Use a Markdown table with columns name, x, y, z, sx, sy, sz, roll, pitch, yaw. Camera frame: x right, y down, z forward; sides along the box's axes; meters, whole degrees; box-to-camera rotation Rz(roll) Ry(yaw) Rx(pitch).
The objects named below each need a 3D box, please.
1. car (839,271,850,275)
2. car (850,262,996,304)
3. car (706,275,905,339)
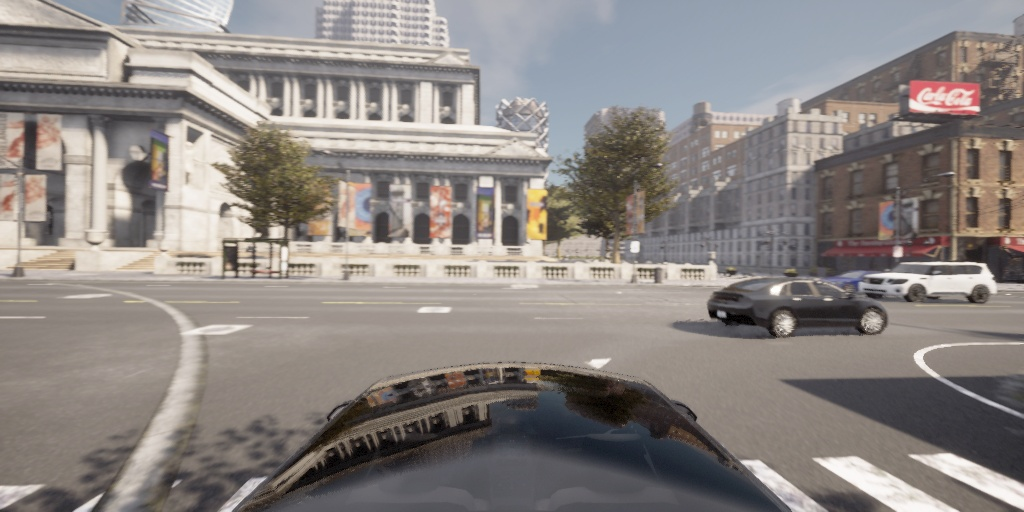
| name | x | y | z | sx | sy | sz | roll | pitch | yaw |
| --- | --- | --- | --- | --- | --- | --- | --- | --- | --- |
| car | 21.237 | 1.607 | 21.913 | 4.674 | 1.442 | 1.812 | 1 | 0 | -2 |
| car | 21.296 | 1.304 | 18.483 | 5.566 | 2.045 | 2.150 | 1 | 0 | -3 |
| car | 8.091 | 1.381 | 10.252 | 4.892 | 1.490 | 1.837 | 1 | -2 | -11 |
